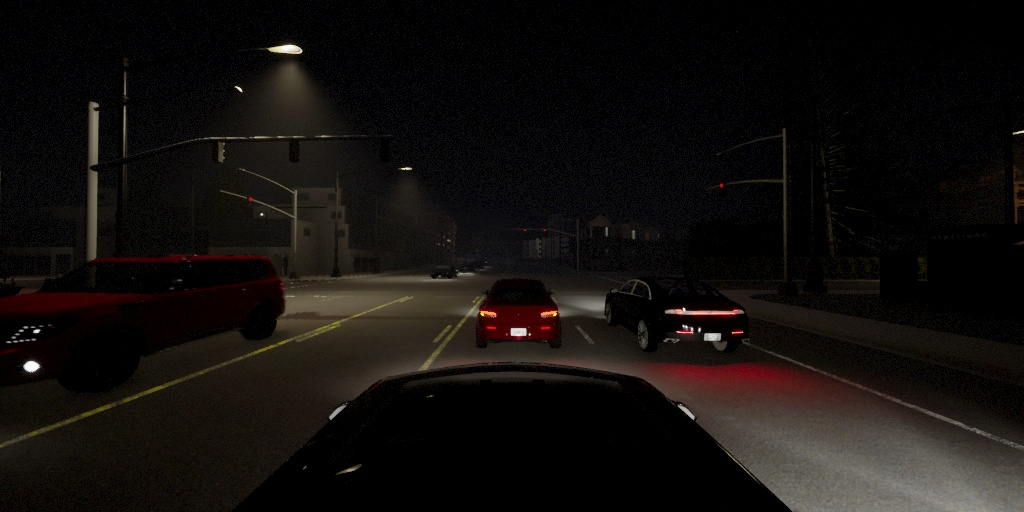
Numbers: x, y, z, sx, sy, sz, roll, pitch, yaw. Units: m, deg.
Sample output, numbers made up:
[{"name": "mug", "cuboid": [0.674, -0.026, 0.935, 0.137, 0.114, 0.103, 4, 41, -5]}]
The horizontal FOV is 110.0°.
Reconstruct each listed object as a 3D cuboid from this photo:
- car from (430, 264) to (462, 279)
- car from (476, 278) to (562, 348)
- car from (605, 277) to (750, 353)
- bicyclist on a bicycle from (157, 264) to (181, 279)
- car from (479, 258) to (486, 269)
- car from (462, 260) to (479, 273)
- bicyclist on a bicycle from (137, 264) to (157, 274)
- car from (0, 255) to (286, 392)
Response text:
[{"name": "car", "cuboid": [-6.662, 1.540, 35.805, 2.033, 1.411, 5.357, 0, -1, 1]}, {"name": "car", "cuboid": [0.166, 1.288, 9.128, 1.812, 1.442, 4.674, 0, 0, 1]}, {"name": "car", "cuboid": [3.657, 1.250, 8.882, 2.128, 1.511, 4.902, 0, 0, 1]}, {"name": "bicyclist on a bicycle", "cuboid": [-29.282, 1.231, 31.021, 1.656, 1.620, 0.582, 1, -1, -22]}, {"name": "car", "cuboid": [-6.247, 1.601, 64.676, 1.837, 1.490, 4.892, 0, 1, 1]}, {"name": "car", "cuboid": [-6.446, 1.626, 52.198, 2.128, 1.511, 4.902, 0, -1, 1]}, {"name": "bicyclist on a bicycle", "cuboid": [-31.222, 1.173, 31.218, 1.656, 1.620, 0.582, 19, 8, -25]}, {"name": "car", "cuboid": [-7.033, 0.984, 7.126, 2.150, 2.045, 5.566, 0, 0, 1]}]
